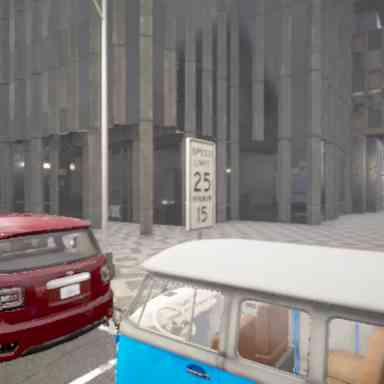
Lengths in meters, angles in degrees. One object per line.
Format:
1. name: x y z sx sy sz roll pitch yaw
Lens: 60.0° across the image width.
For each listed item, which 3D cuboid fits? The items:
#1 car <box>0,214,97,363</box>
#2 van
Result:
1. car: -3.468 1.285 5.410 5.009 1.841 2.192 0 0 34
2. van: 1.205 1.329 2.250 3.998 1.788 1.690 0 0 34
